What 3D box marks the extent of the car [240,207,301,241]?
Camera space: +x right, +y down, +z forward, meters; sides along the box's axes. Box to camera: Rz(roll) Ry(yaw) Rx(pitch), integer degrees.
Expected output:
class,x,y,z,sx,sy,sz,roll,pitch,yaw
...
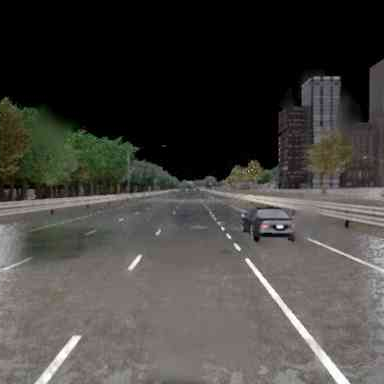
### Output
class,x,y,z,sx,sy,sz,roll,pitch,yaw
car,3.512,1.415,15.781,2.033,1.411,5.357,0,0,0
